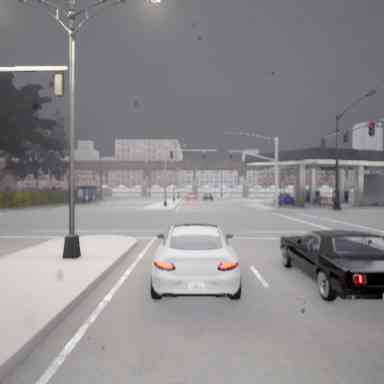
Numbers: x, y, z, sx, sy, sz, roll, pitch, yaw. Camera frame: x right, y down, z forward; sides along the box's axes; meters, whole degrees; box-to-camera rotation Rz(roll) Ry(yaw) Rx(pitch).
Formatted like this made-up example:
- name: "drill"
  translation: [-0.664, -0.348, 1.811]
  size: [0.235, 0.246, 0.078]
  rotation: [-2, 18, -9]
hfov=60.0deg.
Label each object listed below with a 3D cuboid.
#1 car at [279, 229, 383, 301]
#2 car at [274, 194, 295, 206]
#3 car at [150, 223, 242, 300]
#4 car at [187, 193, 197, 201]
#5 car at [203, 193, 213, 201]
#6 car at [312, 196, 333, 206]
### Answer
- name: "car"
  translation: [3.587, 1.573, 8.177]
  size: [1.895, 1.301, 4.718]
  rotation: [0, 0, 0]
- name: "car"
  translation: [13.211, 1.113, 47.735]
  size: [2.242, 1.667, 4.611]
  rotation: [0, 0, 0]
- name: "car"
  translation: [0.082, 1.490, 8.193]
  size: [1.812, 1.442, 4.674]
  rotation: [0, 0, 0]
- name: "car"
  translation: [-0.001, 1.023, 72.379]
  size: [2.097, 1.767, 4.553]
  rotation: [0, 0, 0]
- name: "car"
  translation: [3.499, 1.030, 72.379]
  size: [2.097, 1.767, 4.553]
  rotation: [0, 0, 0]
- name: "car"
  translation: [18.955, 1.283, 48.498]
  size: [1.970, 1.475, 3.806]
  rotation: [0, 0, 0]
